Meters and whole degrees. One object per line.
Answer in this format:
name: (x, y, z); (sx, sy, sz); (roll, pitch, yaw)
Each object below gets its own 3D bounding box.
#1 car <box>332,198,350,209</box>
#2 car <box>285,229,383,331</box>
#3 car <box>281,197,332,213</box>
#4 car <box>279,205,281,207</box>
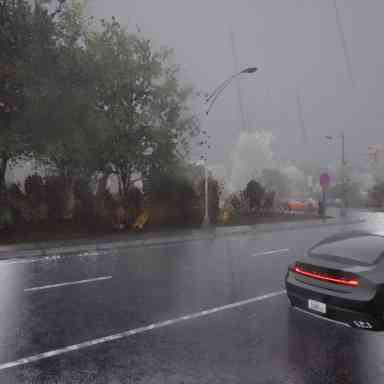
car: (19.144, 1.545, 46.491); (2.033, 1.411, 5.357); (0, 0, -32)
car: (3.891, 1.504, 6.513); (4.892, 1.490, 1.837); (0, 0, -35)
car: (12.566, 1.351, 36.862); (2.097, 1.767, 4.553); (0, 0, -32)
car: (13.242, 1.557, 49.297); (1.994, 1.385, 4.181); (0, 0, -32)
